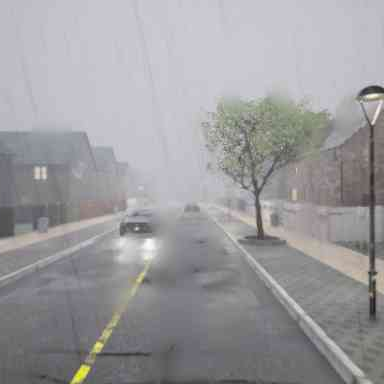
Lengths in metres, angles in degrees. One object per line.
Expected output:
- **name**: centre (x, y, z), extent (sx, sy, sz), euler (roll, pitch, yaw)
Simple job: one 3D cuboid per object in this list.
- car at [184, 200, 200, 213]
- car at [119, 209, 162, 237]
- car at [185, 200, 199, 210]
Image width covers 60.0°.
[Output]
- **car**: centre (-0.007, 1.924, 42.878), extent (1.994, 1.385, 4.181), euler (0, -1, 0)
- **car**: centre (-2.803, 1.693, 18.898), extent (1.994, 1.385, 4.181), euler (0, -1, 0)
- **car**: centre (-0.010, 2.022, 52.919), extent (2.033, 1.411, 5.357), euler (0, -1, 0)
